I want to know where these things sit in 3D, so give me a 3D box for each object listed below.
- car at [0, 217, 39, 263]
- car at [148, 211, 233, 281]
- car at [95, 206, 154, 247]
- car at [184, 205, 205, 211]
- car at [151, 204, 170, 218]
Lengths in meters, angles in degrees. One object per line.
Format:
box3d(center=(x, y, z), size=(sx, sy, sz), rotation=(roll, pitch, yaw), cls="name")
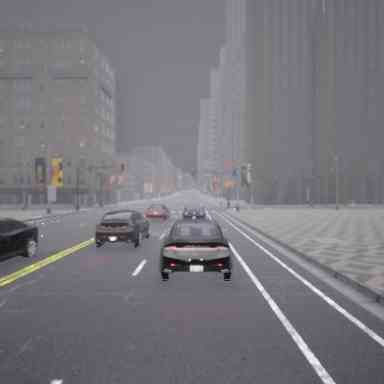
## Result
box3d(center=(-6.569, 1.541, 10.244), size=(1.882, 1.535, 5.008), rotation=(0, 0, 0), cls="car")
box3d(center=(0.115, 1.556, 10.082), size=(2.128, 1.511, 4.902), rotation=(0, 0, 0), cls="car")
box3d(center=(-3.108, 1.603, 15.546), size=(1.837, 1.490, 4.892), rotation=(0, -1, 0), cls="car")
box3d(center=(0.182, 1.793, 29.041), size=(1.895, 1.301, 4.718), rotation=(0, 0, 0), cls="car")
box3d(center=(-3.065, 1.763, 30.200), size=(1.994, 1.385, 4.181), rotation=(0, 0, 0), cls="car")
